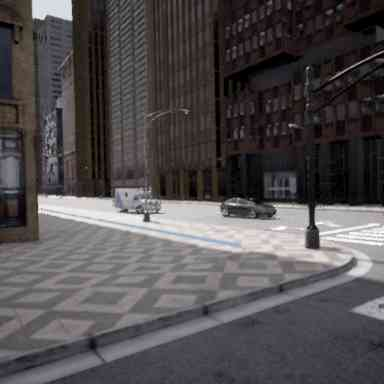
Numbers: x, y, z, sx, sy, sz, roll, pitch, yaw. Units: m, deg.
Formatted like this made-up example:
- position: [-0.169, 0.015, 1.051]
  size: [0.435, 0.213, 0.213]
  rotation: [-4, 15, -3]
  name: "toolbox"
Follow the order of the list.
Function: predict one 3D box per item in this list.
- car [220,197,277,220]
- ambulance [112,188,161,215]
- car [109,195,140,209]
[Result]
- position: [4.079, 1.156, 24.717]
  size: [1.837, 1.490, 4.892]
  rotation: [-2, 1, -35]
  name: "car"
- position: [-5.363, 0.828, 32.633]
  size: [2.351, 2.431, 6.366]
  rotation: [-2, 1, -35]
  name: "ambulance"
- position: [-8.849, 1.247, 43.121]
  size: [2.128, 1.511, 4.902]
  rotation: [-2, 1, -35]
  name: "car"
